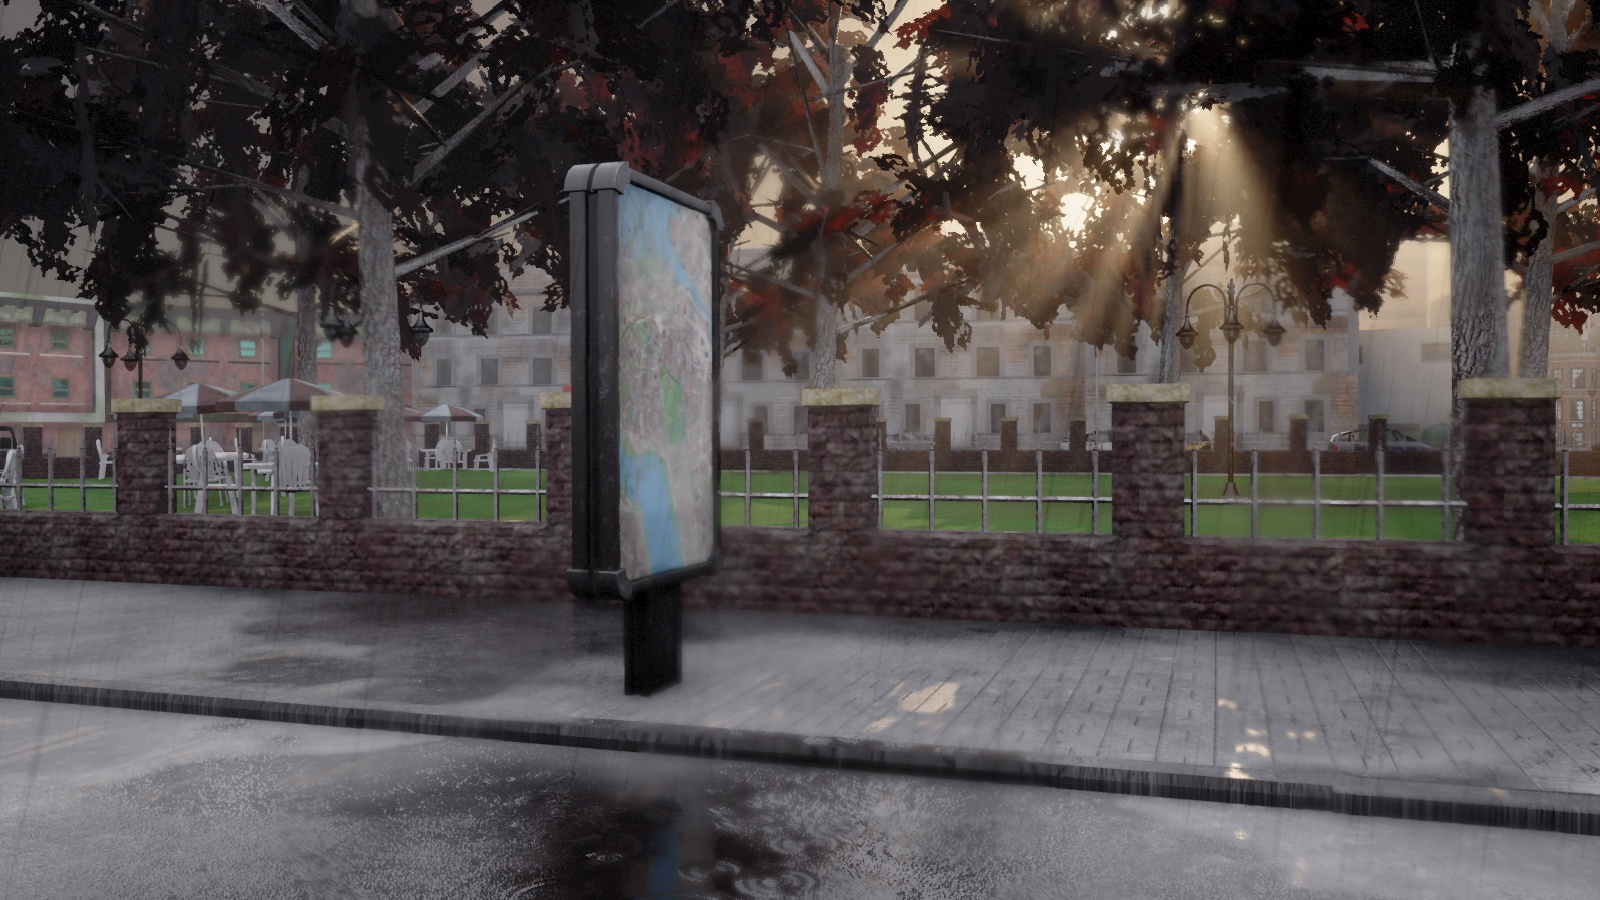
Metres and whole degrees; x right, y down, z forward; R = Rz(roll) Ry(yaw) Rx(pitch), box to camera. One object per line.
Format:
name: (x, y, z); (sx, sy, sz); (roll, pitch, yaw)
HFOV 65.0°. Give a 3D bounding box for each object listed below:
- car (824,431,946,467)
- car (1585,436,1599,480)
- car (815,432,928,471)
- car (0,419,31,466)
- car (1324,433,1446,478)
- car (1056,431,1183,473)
car: (3.685, -0.075, 54.406); (4.902, 1.511, 2.128); (1, 1, 18)
car: (28.829, 0.278, 41.844); (4.193, 1.474, 1.816); (1, 1, 18)
car: (2.899, 0.043, 50.454); (4.193, 1.474, 1.816); (1, 1, 18)
car: (-32.650, -0.289, 49.299); (1.905, 1.878, 3.866); (1, 1, 19)
car: (20.685, 0.169, 44.551); (3.705, 1.549, 1.789); (0, 1, 18)
car: (12.073, 0.060, 47.409); (4.514, 1.525, 2.007); (1, 1, 18)
